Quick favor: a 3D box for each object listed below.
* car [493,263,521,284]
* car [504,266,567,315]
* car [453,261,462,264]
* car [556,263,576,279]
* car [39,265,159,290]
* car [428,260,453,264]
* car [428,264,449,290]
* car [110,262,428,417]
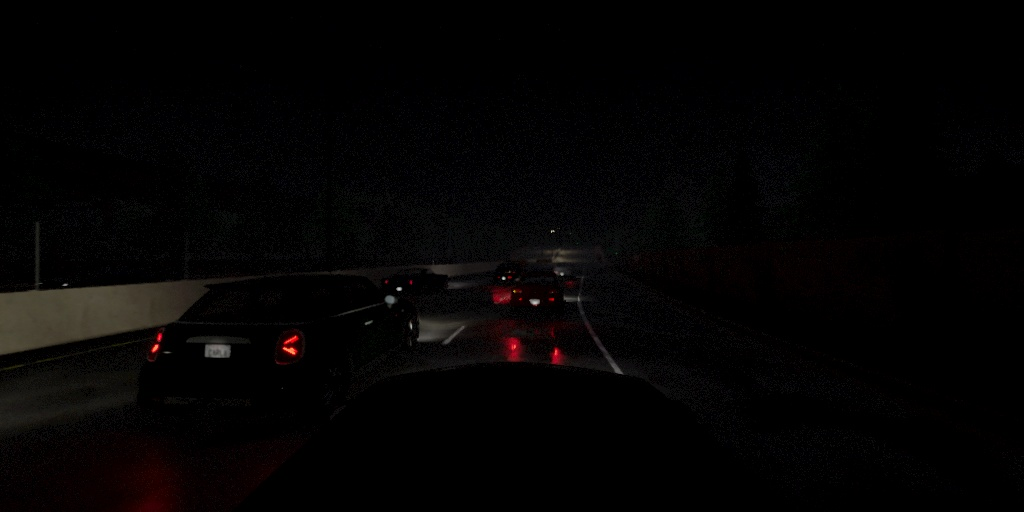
[{"bbox_3d":[-0.076,1.255,26.748,1.837,1.490,4.892,0,0,11],"label":"car"},{"bbox_3d":[1.058,1.283,13.721,1.812,1.442,4.674,0,0,8],"label":"car"},{"bbox_3d":[-10.516,1.276,63.267,1.895,1.301,4.718,0,0,12],"label":"car"},{"bbox_3d":[4.697,1.308,32.608,1.812,1.442,4.674,0,0,12],"label":"car"},{"bbox_3d":[-19.710,1.154,18.193,2.033,1.411,5.357,0,0,9],"label":"car"},{"bbox_3d":[-8.437,1.289,39.085,1.895,1.301,4.718,0,0,12],"label":"car"},{"bbox_3d":[-5.078,1.314,19.631,1.895,1.301,4.718,0,0,10],"label":"car"},{"bbox_3d":[-3.172,1.078,6.100,2.097,1.767,4.553,0,0,2],"label":"car"}]
